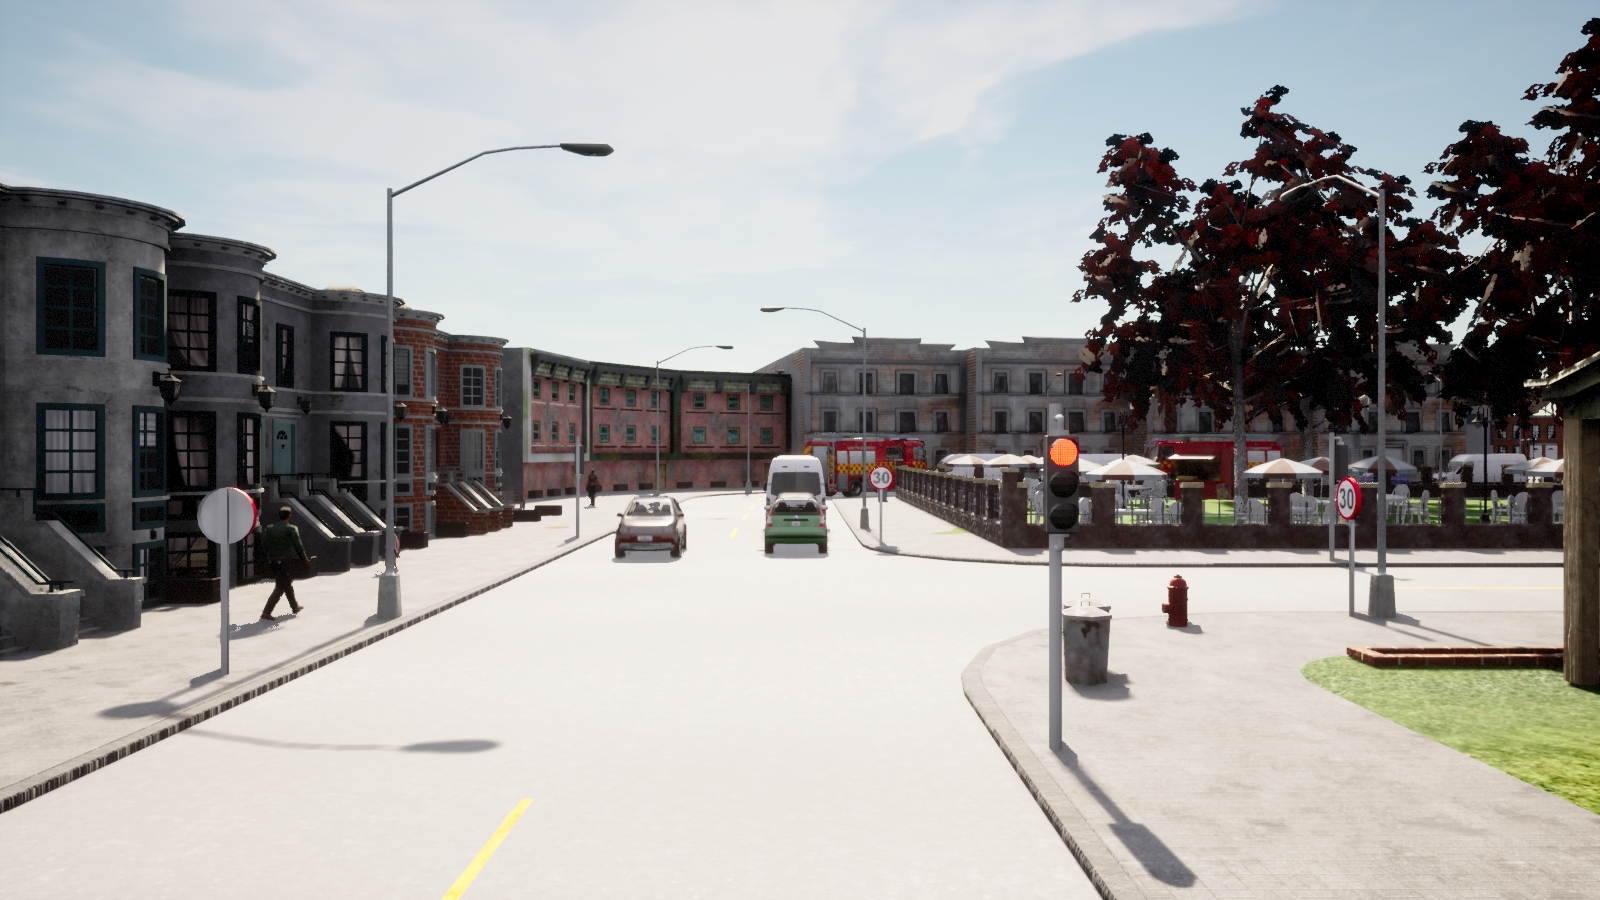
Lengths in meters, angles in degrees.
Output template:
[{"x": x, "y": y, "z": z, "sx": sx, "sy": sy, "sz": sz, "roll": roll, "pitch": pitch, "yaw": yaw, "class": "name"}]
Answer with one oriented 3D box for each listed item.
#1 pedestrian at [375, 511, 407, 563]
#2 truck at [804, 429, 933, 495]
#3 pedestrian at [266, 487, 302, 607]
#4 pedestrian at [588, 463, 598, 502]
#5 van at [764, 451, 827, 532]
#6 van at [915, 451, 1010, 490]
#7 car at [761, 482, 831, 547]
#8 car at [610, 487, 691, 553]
[{"x": -8.942, "y": 1.904, "z": 24.984, "sx": 0.500, "sy": 1.100, "sz": 0.500, "roll": 0, "pitch": 0, "yaw": 3, "class": "pedestrian"}, {"x": 4.295, "y": 0.672, "z": 70.228, "sx": 8.468, "sy": 3.827, "sz": 2.891, "roll": 0, "pitch": 0, "yaw": -43, "class": "truck"}, {"x": -8.169, "y": 1.524, "z": 18.088, "sx": 0.375, "sy": 1.860, "sz": 0.375, "roll": 0, "pitch": 0, "yaw": 14, "class": "pedestrian"}, {"x": -9.726, "y": 1.525, "z": 53.701, "sx": 0.375, "sy": 1.860, "sz": 0.375, "roll": 0, "pitch": 0, "yaw": 4, "class": "pedestrian"}, {"x": -0.147, "y": 1.315, "z": 39.074, "sx": 1.988, "sy": 2.561, "sz": 5.915, "roll": 0, "pitch": 0, "yaw": 0, "class": "van"}, {"x": 10.550, "y": 1.314, "z": 74.428, "sx": 5.915, "sy": 2.561, "sz": 1.988, "roll": 0, "pitch": 0, "yaw": 0, "class": "van"}, {"x": -0.119, "y": 1.779, "z": 32.373, "sx": 1.851, "sy": 1.617, "sz": 3.988, "roll": 0, "pitch": 0, "yaw": 0, "class": "car"}, {"x": -3.940, "y": 1.808, "z": 30.547, "sx": 1.789, "sy": 1.549, "sz": 3.705, "roll": 0, "pitch": 0, "yaw": -2, "class": "car"}]
